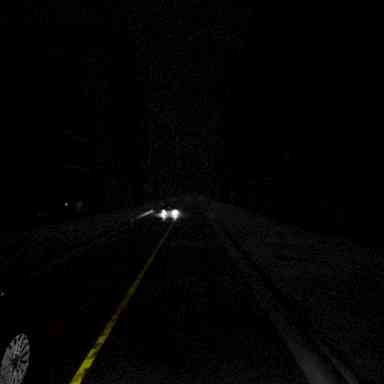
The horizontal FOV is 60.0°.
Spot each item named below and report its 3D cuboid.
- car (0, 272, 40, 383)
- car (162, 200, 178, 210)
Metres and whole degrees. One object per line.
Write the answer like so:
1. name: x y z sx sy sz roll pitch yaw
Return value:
1. car: -2.851 1.493 2.304 2.128 1.511 4.902 0 0 0
2. car: -2.853 1.660 43.671 1.895 1.301 4.718 0 0 0
